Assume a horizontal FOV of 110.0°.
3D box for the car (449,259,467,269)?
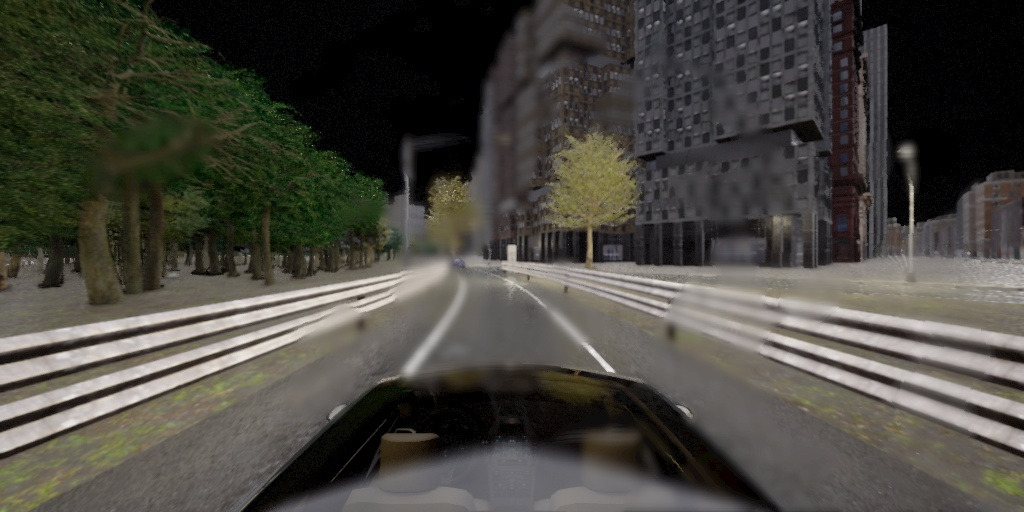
[{"bbox_3d":[-7.935,1.159,52.920,1.812,1.442,4.674,0,0,-19],"label":"car"}]
